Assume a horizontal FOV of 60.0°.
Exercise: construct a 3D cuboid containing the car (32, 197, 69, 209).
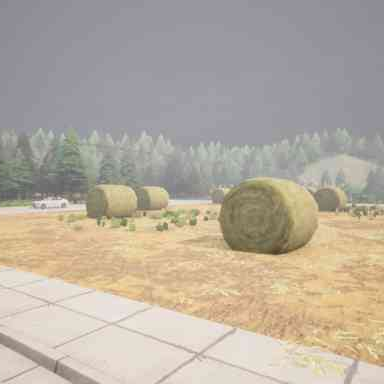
[{"bbox_3d":[-18.422,1.404,43.468,1.812,1.442,4.674,0,0,36],"label":"car"}]
